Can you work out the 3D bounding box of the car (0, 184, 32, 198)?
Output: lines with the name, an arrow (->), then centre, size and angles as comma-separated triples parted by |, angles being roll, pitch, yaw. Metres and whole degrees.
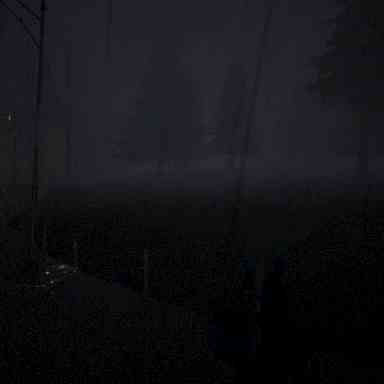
car -> -19.340, -0.184, 36.636 | 2.033, 1.411, 5.357 | 4, 2, -2
